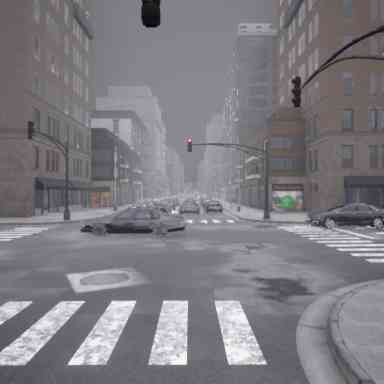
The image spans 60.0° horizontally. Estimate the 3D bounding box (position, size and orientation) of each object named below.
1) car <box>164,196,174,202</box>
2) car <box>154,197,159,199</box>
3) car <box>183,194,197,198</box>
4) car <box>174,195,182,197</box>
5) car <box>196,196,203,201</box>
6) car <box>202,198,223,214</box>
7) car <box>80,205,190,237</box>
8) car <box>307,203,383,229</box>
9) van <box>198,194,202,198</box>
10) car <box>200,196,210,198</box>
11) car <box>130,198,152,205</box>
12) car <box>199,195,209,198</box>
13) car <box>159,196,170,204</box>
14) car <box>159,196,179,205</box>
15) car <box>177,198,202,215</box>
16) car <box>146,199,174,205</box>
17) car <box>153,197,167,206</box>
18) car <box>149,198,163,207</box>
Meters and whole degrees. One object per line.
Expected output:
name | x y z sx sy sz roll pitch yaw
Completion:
car | -5.584 1.690 80.237 2.008 1.369 4.403 0 0 0
car | -5.655 1.487 41.663 1.967 1.590 4.097 0 0 0
car | -0.224 1.658 63.934 1.994 1.385 4.181 0 0 0
car | -3.085 1.634 53.452 1.994 1.385 4.181 0 0 0
car | 2.050 1.693 90.105 1.812 1.442 4.674 0 0 0
car | 2.359 1.604 36.136 1.947 1.339 4.313 0 0 0
car | -2.938 1.556 17.348 5.357 1.411 2.033 0 0 0
car | 9.652 1.469 20.636 4.892 1.490 1.837 0 0 0
van | 2.400 1.421 58.180 1.690 1.788 3.998 0 0 0
car | 2.380 1.639 47.159 1.802 1.307 4.206 0 0 0
car | -5.665 1.478 36.152 1.967 1.590 4.097 0 0 0
car | 2.390 1.634 52.669 1.947 1.339 4.313 0 0 0
car | -5.604 1.548 69.216 1.967 1.590 4.097 0 0 0
car | -3.110 1.614 43.493 1.994 1.385 4.181 0 0 1
car | -0.223 1.599 33.864 1.994 1.385 4.181 0 0 1
car | -3.133 1.635 33.515 1.895 1.301 4.718 0 0 0
car | -5.625 1.631 58.194 2.008 1.369 4.403 0 0 0
car | -5.635 1.650 52.684 1.802 1.307 4.206 0 0 0
